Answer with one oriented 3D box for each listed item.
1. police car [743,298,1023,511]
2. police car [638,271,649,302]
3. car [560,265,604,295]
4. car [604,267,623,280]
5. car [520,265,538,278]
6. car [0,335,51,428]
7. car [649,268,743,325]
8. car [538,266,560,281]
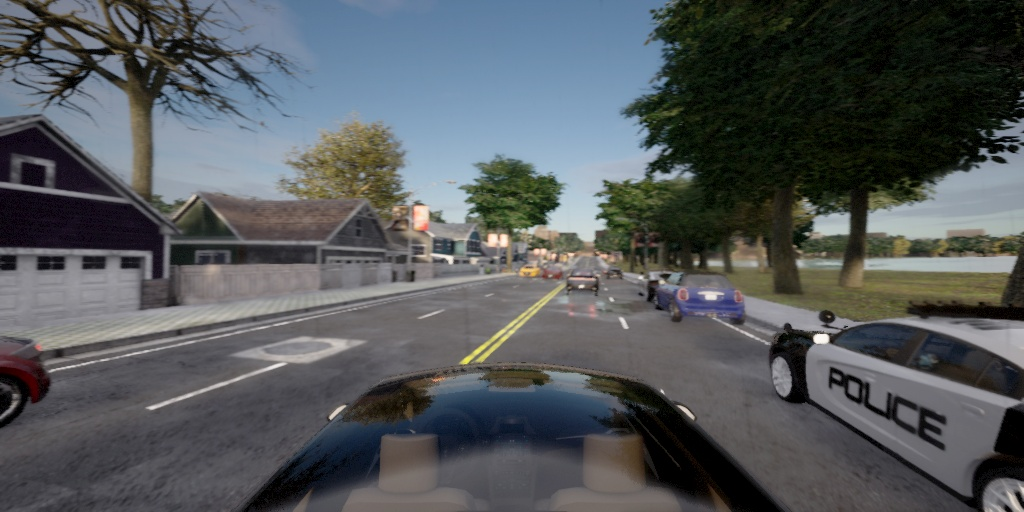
[{"bbox_3d":[4.483,1.268,3.545,1.930,1.638,5.238,1,-1,13],"label":"police car"},{"bbox_3d":[7.945,1.484,19.168,1.930,1.638,5.238,1,-1,13],"label":"police car"},{"bbox_3d":[4.367,1.524,22.088,2.128,1.511,4.902,1,-1,13],"label":"car"},{"bbox_3d":[12.456,2.069,43.742,1.837,1.490,4.892,1,-1,13],"label":"car"},{"bbox_3d":[2.256,1.835,43.523,1.882,1.535,5.008,1,-1,13],"label":"car"},{"bbox_3d":[-6.811,1.207,2.631,1.994,1.385,4.181,1,-1,12],"label":"car"},{"bbox_3d":[6.617,1.319,13.173,2.097,1.767,4.553,1,-1,13],"label":"car"},{"bbox_3d":[4.348,1.765,37.948,1.882,1.535,5.008,1,-1,13],"label":"car"}]
